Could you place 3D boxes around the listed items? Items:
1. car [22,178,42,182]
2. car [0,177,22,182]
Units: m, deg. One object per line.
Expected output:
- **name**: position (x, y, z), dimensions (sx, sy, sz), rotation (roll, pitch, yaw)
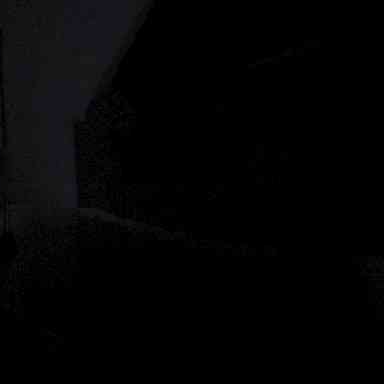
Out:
- **car**: position (-41.910, -2.770, 85.289), dimensions (2.002, 1.452, 4.674), rotation (-6, -3, 34)
- **car**: position (-45.030, -2.808, 80.701), dimensions (2.231, 1.521, 4.892), rotation (-6, -3, 35)
